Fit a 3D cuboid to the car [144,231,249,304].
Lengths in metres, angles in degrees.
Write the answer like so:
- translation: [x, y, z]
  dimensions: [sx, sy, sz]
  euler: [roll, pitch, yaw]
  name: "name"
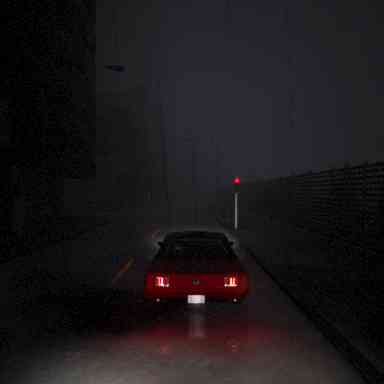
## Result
- translation: [0.089, 1.601, 8.082]
  dimensions: [1.895, 1.301, 4.718]
  euler: [0, 0, 0]
  name: "car"
